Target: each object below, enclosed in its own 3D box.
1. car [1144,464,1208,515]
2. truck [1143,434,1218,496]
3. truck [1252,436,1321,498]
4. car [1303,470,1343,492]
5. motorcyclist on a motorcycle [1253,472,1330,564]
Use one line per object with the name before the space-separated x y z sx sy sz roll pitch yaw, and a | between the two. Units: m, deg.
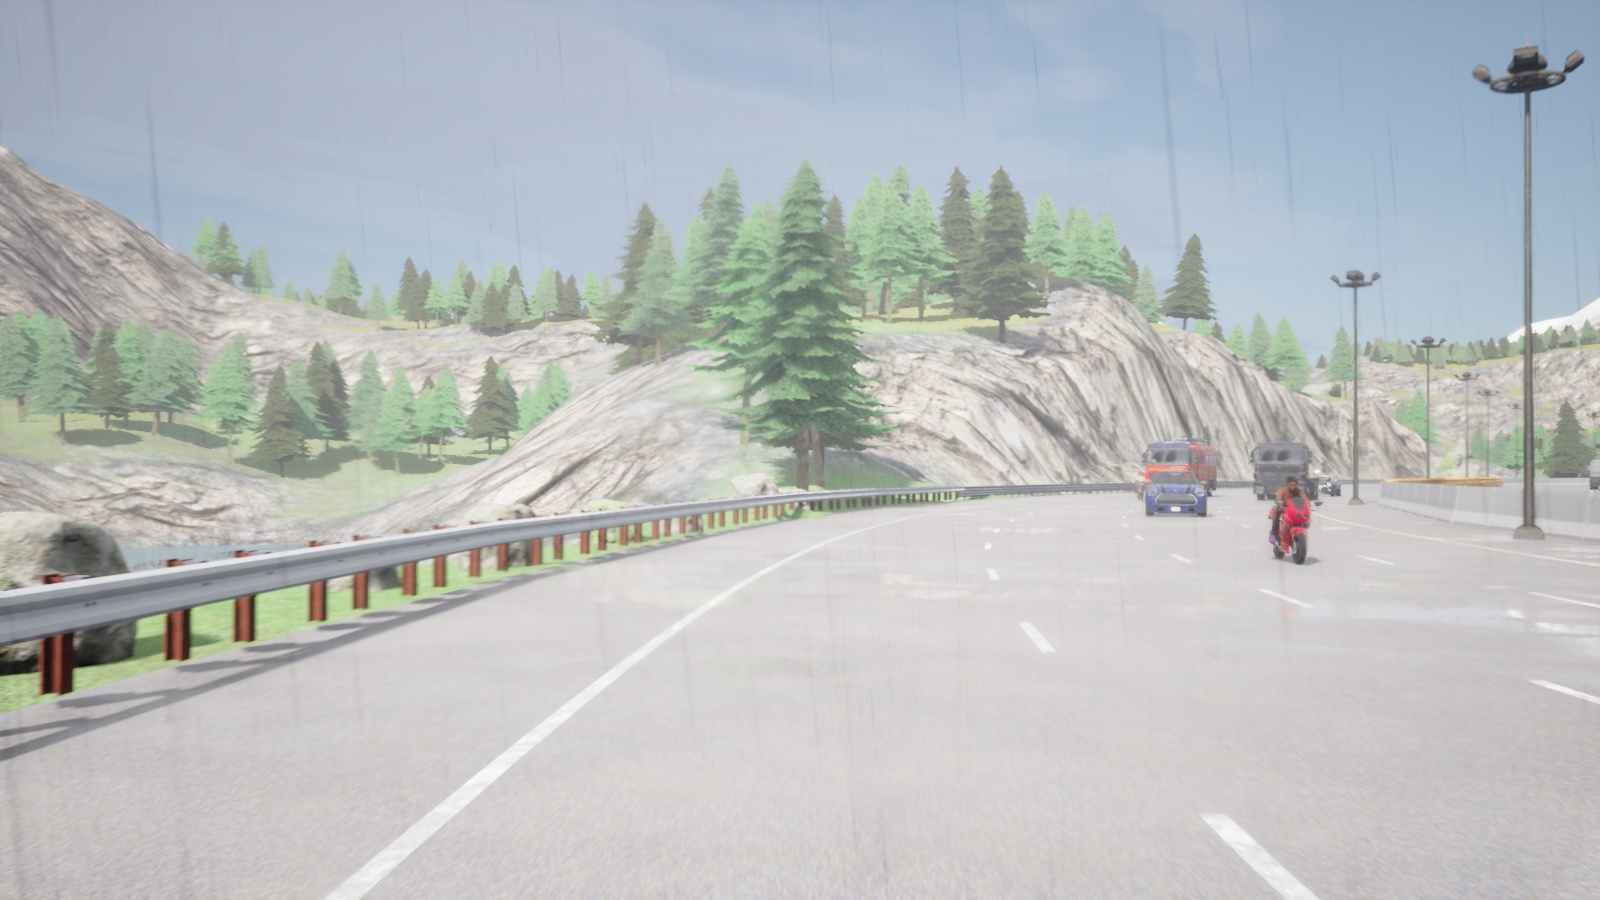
car | 13.694 1.409 45.771 2.097 1.767 4.553 0 -1 16
truck | 24.908 0.967 81.950 2.891 3.827 8.468 -1 -1 29
truck | 29.226 1.029 75.182 2.891 3.462 7.936 -1 -1 28
car | 36.816 2.180 88.291 1.970 1.475 3.806 -1 -1 32
motorcyclist on a motorcycle | 8.585 1.147 22.022 0.797 1.523 2.044 1 -1 8
